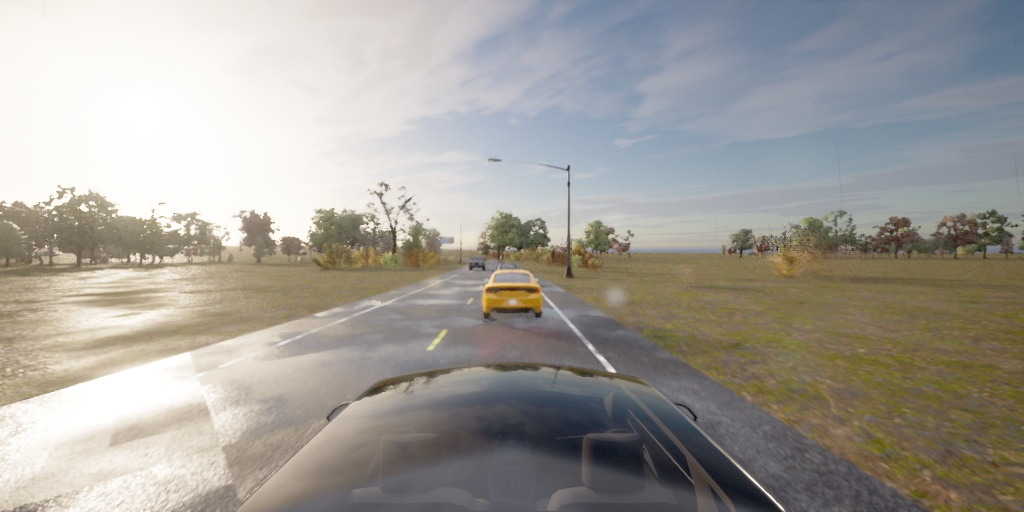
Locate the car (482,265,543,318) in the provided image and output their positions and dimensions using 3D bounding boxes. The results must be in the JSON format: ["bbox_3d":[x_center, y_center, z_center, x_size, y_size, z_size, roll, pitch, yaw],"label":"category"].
[{"bbox_3d":[-0.007,1.231,12.992,1.882,1.535,5.008,0,-1,-1],"label":"car"}]

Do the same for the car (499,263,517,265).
[{"bbox_3d":[-0.293,1.247,27.767,2.128,1.511,4.902,0,0,-1],"label":"car"}]

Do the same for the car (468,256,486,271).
[{"bbox_3d":[-4.787,0.980,49.863,2.150,2.045,5.566,0,0,-3],"label":"car"}]
